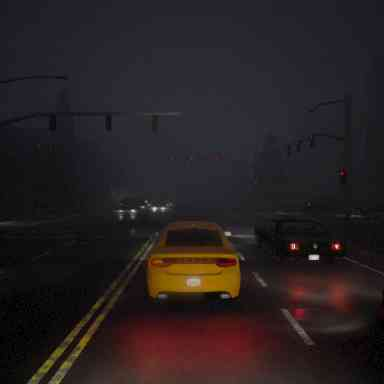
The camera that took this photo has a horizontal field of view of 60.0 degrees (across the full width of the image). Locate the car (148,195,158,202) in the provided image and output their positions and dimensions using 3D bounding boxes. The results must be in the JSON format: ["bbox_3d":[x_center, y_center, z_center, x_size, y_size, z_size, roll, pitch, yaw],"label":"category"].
[{"bbox_3d":[-8.878,1.471,75.606,1.882,1.535,5.008,0,0,-1],"label":"car"}]

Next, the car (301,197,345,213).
[{"bbox_3d":[14.080,1.352,35.576,4.553,1.767,2.097,0,0,-2],"label":"car"}]

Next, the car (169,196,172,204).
[{"bbox_3d":[-5.032,1.351,59.753,2.097,1.767,4.553,0,0,-1],"label":"car"}]

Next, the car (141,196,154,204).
[{"bbox_3d":[-8.643,1.547,65.290,2.033,1.411,5.357,0,0,-1],"label":"car"}]

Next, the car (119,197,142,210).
[{"bbox_3d":[-8.227,1.507,43.706,1.837,1.490,4.892,0,-1,0],"label":"car"}]

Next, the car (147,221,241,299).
[{"bbox_3d":[0.033,1.478,8.487,1.882,1.535,5.008,0,0,0],"label":"car"}]

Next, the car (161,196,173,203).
[{"bbox_3d":[-5.232,1.525,70.012,2.128,1.511,4.902,0,0,-1],"label":"car"}]

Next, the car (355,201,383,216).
[{"bbox_3d":[18.770,1.547,32.211,5.357,1.411,2.033,0,0,-2],"label":"car"}]

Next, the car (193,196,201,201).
[{"bbox_3d":[1.298,1.595,88.224,1.895,1.301,4.718,0,0,-1],"label":"car"}]

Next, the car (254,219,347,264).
[{"bbox_3d":[3.501,1.601,11.811,1.895,1.301,4.718,0,0,-1],"label":"car"}]

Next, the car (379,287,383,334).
[{"bbox_3d":[3.597,1.478,2.721,1.882,1.535,5.008,0,0,0],"label":"car"}]

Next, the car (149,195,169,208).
[{"bbox_3d":[-4.758,1.564,48.508,1.994,1.385,4.181,0,0,-2],"label":"car"}]

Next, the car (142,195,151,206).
[{"bbox_3d":[-8.418,1.548,54.593,2.033,1.411,5.357,0,0,-1],"label":"car"}]
